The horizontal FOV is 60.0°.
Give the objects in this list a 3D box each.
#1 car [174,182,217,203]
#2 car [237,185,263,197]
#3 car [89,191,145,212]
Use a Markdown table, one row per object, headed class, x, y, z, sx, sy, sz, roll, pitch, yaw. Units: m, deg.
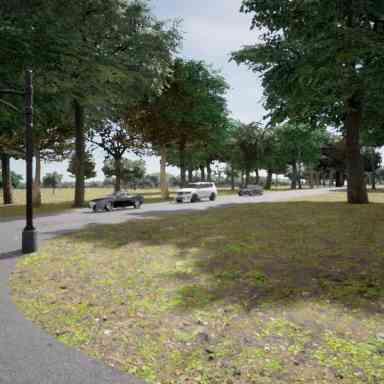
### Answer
| class | x | y | z | sx | sy | sz | roll | pitch | yaw |
| --- | --- | --- | --- | --- | --- | --- | --- | --- | --- |
| car | 0.488 | 0.008 | 35.271 | 2.150 | 2.045 | 5.566 | -1 | 2 | 38 |
| car | 7.933 | -0.171 | 44.900 | 1.837 | 1.490 | 4.892 | -1 | 2 | 38 |
| car | -6.016 | 0.698 | 26.831 | 2.128 | 1.511 | 4.902 | -1 | 2 | 37 |
